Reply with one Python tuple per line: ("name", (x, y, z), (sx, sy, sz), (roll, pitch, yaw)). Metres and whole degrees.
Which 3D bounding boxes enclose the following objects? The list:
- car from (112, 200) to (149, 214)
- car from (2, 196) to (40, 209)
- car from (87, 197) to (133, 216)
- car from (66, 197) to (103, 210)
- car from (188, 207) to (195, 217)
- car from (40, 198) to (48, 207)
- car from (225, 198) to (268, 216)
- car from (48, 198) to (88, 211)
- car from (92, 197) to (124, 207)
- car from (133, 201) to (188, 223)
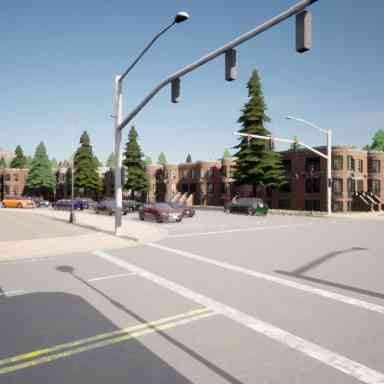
("car", (-6.908, 1.601, 37.017), (1.895, 1.301, 4.718), (0, 0, -41))
("car", (-23.615, 1.352, 45.436), (4.553, 1.767, 2.097), (0, 0, 25))
("car", (-8.215, 1.547, 33.250), (2.033, 1.411, 5.357), (0, 0, -38))
("car", (-14.256, 1.492, 43.852), (4.902, 1.511, 2.128), (0, 0, 36))
("car", (-1.553, 1.564, 30.084), (1.994, 1.385, 4.181), (0, 0, -37))
("car", (-23.202, 1.492, 49.116), (4.902, 1.511, 2.128), (0, 0, 23))
("car", (5.292, 1.352, 32.932), (2.097, 1.767, 4.553), (0, 0, -36))
("car", (-14.898, 1.601, 40.030), (4.718, 1.301, 1.895), (0, 0, 38))
("car", (-13.052, 1.491, 51.754), (4.902, 1.511, 2.128), (0, 0, 33))
("car", (-2.543, 1.526, 25.566), (1.812, 1.442, 4.674), (0, 0, -35))
